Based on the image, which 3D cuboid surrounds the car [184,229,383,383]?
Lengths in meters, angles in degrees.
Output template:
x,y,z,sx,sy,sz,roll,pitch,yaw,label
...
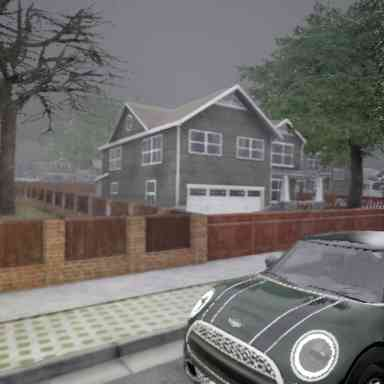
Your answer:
x,y,z,sx,sy,sz,roll,pitch,yaw,label
2.126,1.375,4.504,4.553,1.767,2.097,0,0,-34,car
